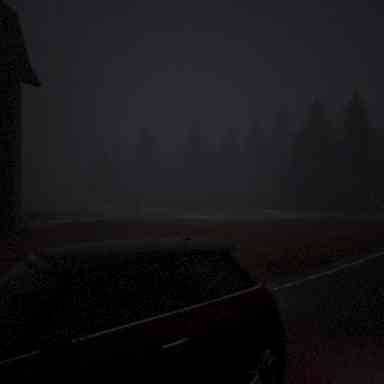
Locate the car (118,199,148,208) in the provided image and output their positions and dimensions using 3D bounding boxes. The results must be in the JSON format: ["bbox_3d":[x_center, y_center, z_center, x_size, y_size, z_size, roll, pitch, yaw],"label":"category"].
[{"bbox_3d":[-9.084,1.706,50.846,4.718,1.301,1.895,0,0,32],"label":"car"}]

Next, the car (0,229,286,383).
[{"bbox_3d":[-1.162,1.358,3.312,4.553,1.767,2.097,0,0,-37],"label":"car"}]
